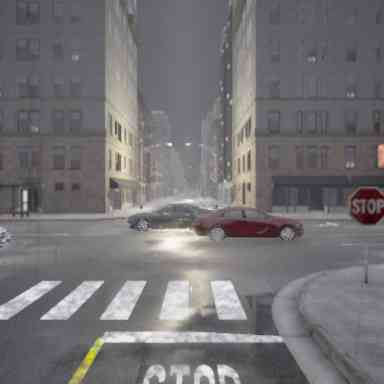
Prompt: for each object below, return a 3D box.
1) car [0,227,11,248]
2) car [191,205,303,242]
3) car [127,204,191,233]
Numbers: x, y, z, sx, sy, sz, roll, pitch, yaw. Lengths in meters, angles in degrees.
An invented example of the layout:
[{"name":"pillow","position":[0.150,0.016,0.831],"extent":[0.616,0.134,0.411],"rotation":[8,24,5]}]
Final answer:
[{"name":"car","position":[-9.161,1.506,12.142],"extent":[4.674,1.442,1.812],"rotation":[0,0,0]},{"name":"car","position":[2.557,1.429,15.393],"extent":[5.008,1.535,1.882],"rotation":[0,0,0]},{"name":"car","position":[-1.185,1.447,18.844],"extent":[4.892,1.490,1.837],"rotation":[0,0,0]}]
